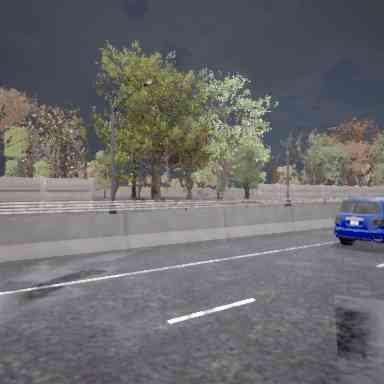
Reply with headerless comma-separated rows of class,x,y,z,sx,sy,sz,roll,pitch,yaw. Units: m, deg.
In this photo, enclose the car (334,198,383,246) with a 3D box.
car,8.294,1.258,14.085,5.566,2.045,2.150,0,0,-35
